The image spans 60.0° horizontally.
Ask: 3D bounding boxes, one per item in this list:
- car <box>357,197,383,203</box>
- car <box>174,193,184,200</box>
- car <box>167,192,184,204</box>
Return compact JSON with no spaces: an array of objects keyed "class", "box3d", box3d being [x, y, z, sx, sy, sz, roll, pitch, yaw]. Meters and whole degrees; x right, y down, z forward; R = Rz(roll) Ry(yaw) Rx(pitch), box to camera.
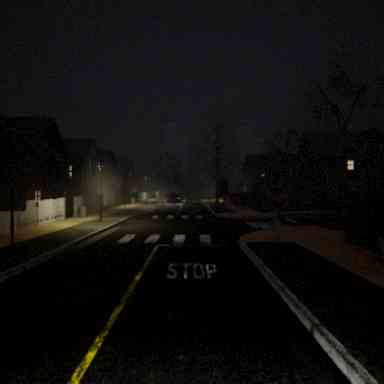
[{"class":"car","box3d":[11.516,1.035,19.360,4.902,1.511,2.128,-1,0,1]},{"class":"car","box3d":[-2.699,0.904,68.827,1.812,1.442,4.674,0,0,0]},{"class":"car","box3d":[-2.780,0.851,51.892,2.097,1.767,4.553,0,1,0]}]
